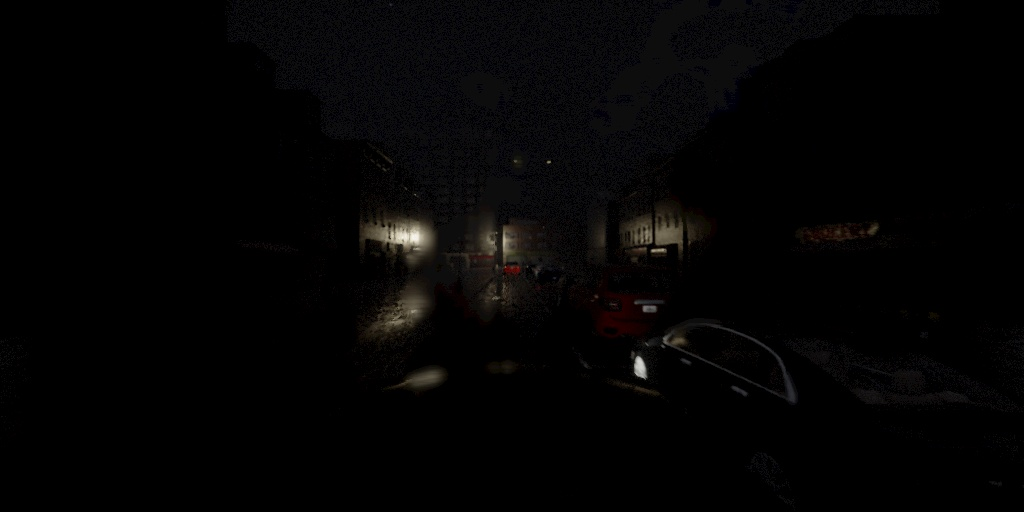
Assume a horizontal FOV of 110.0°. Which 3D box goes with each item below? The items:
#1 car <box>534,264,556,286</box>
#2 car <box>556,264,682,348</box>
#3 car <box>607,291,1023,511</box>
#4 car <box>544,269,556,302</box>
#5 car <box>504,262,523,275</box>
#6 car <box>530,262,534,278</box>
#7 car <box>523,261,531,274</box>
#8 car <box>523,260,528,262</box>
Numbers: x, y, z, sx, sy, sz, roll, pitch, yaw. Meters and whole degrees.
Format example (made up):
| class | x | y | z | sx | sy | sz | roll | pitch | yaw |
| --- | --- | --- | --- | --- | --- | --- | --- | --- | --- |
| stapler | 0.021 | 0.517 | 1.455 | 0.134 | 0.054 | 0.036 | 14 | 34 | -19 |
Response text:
| class | x | y | z | sx | sy | sz | roll | pitch | yaw |
| --- | --- | --- | --- | --- | --- | --- | --- | --- | --- |
| car | 3.014 | 1.433 | 27.981 | 1.882 | 1.535 | 5.008 | 0 | -1 | 0 |
| car | 2.638 | 1.118 | 9.269 | 2.192 | 1.841 | 5.009 | 0 | 0 | 0 |
| car | 2.638 | 1.315 | 3.795 | 2.007 | 1.370 | 4.403 | 0 | 0 | 0 |
| car | 2.638 | 1.395 | 14.742 | 2.007 | 1.370 | 4.403 | 0 | 0 | 0 |
| car | 0.017 | 1.513 | 46.163 | 2.097 | 1.767 | 4.553 | 0 | -1 | 0 |
| car | 3.023 | 1.547 | 34.981 | 1.812 | 1.442 | 4.674 | 0 | -1 | 0 |
| car | 2.637 | 1.718 | 47.578 | 1.948 | 1.339 | 4.313 | 0 | 0 | 0 |
| car | 2.637 | 1.739 | 53.222 | 1.751 | 1.417 | 4.829 | 0 | 0 | 0 |
